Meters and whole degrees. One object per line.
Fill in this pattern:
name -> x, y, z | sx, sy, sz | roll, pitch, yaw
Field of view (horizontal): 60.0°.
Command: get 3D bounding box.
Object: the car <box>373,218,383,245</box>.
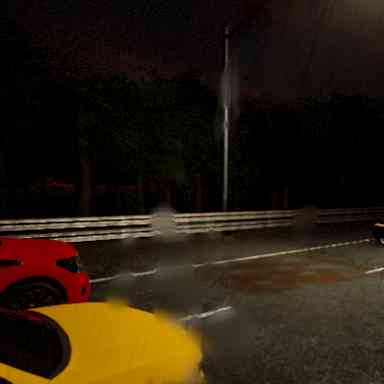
car -> 10.337, 1.679, 15.526 | 4.902, 1.511, 2.128 | 1, 0, -36

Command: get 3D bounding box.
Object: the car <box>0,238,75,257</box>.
car -> -4.442, 1.214, 4.881 | 5.566, 2.045, 2.150 | 1, 0, -35

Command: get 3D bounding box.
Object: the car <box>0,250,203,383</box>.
car -> -2.172, 1.472, 2.202 | 5.008, 1.535, 1.882 | 1, 0, -36
